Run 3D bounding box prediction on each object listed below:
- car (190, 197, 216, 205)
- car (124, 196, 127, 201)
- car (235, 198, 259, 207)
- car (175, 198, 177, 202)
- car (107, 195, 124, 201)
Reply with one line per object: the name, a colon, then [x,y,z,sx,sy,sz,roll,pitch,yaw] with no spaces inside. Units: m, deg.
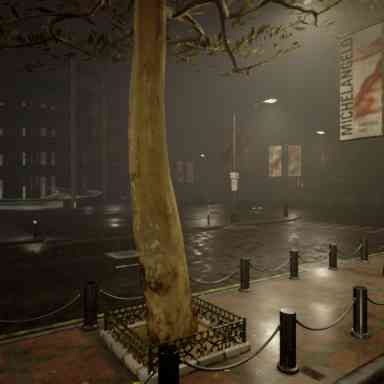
car: [1.868,1.547,58.035,2.033,1.411,5.357,0,0,-38]
car: [-18.057,1.464,80.764,4.674,1.442,1.812,0,0,12]
car: [8.018,1.564,49.571,1.994,1.385,4.181,0,0,-35]
car: [-5.086,1.478,65.904,5.008,1.535,1.882,0,0,41]
car: [-19.016,1.474,77.398,4.674,1.442,1.812,0,0,12]
